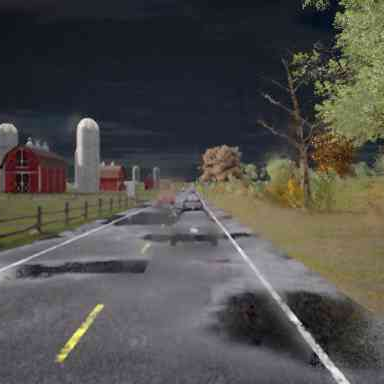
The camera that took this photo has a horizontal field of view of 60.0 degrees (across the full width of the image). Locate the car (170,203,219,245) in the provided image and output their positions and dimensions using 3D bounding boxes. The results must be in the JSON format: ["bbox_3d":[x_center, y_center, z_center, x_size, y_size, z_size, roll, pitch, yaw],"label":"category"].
[{"bbox_3d":[0.090,1.413,14.648,1.994,1.385,4.181,0,1,0],"label":"car"}]

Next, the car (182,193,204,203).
[{"bbox_3d":[0.094,1.155,32.590,2.128,1.511,4.902,0,1,0],"label":"car"}]

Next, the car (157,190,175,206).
[{"bbox_3d":[-3.494,0.750,45.398,2.150,2.045,5.566,0,1,0],"label":"car"}]
